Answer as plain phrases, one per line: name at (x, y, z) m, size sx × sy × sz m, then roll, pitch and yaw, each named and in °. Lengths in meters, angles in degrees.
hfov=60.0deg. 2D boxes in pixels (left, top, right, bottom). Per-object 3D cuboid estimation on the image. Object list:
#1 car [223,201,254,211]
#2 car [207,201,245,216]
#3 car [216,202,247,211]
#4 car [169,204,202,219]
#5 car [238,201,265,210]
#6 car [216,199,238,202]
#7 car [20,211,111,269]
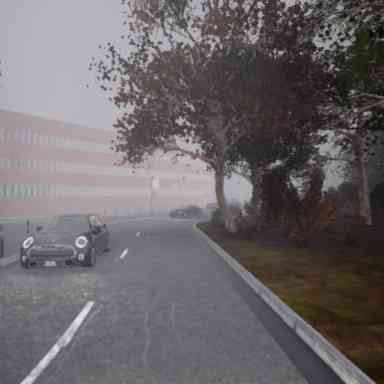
car at (8.201, 2.423, 58.485) m, size 5.008 × 1.535 × 2.097 m, roll -1°, pitch -1°, yaw 33°
car at (3.908, 2.148, 37.891) m, size 1.837 × 1.490 × 4.892 m, roll -1°, pitch -1°, yaw 33°
car at (6.647, 2.432, 56.122) m, size 4.674 × 1.452 × 2.002 m, roll -1°, pitch -1°, yaw 33°
car at (-0.617, 2.133, 37.019) m, size 1.837 × 1.490 × 4.892 m, roll -1°, pitch -2°, yaw 32°
car at (11.315, 2.521, 63.199) m, size 4.674 × 1.452 × 2.002 m, roll -1°, pitch -1°, yaw 33°
car at (5.069, 2.109, 53.783) m, size 5.566 × 2.045 × 2.435 m, roll -1°, pitch -1°, yaw 33°
car at (-4.272, 1.537, 11.910) m, size 2.097 × 1.767 × 4.553 m, roll 0°, pitch -1°, yaw -4°
